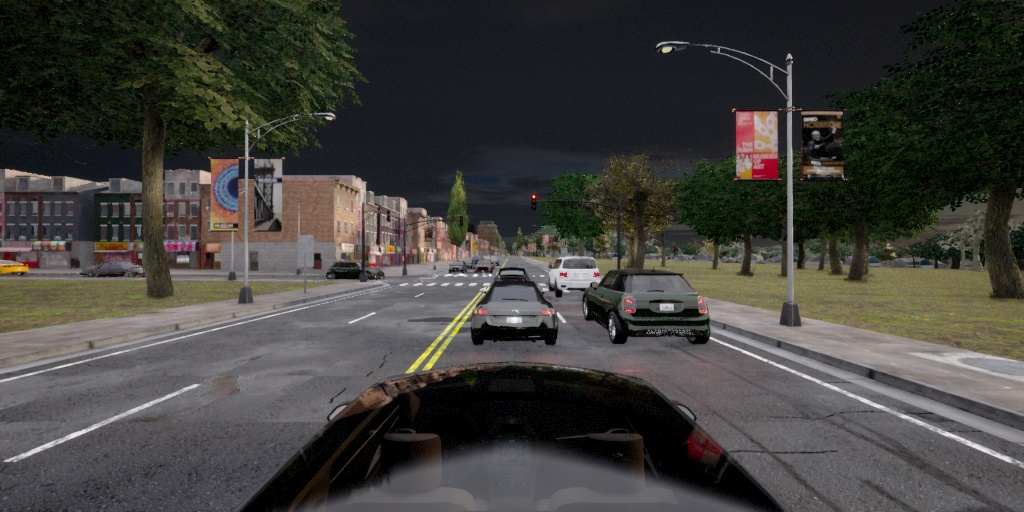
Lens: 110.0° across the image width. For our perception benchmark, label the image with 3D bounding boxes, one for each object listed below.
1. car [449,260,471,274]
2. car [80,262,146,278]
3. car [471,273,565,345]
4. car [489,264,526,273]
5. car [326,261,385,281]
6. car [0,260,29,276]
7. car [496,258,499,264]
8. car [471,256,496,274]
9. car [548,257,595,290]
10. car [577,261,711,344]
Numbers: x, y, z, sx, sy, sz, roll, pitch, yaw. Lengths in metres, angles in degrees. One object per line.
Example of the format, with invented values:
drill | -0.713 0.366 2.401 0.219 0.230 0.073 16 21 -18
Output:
car | -6.691 1.371 44.795 1.837 1.490 4.892 0 0 0
car | -33.817 1.256 30.980 5.357 1.411 2.033 0 0 0
car | 0.058 1.332 9.576 1.994 1.385 4.181 0 0 0
car | 0.008 1.331 18.488 1.837 1.490 4.892 0 0 0
car | -13.249 1.242 30.583 4.553 1.767 2.097 0 0 5
car | -48.975 1.118 33.856 5.008 1.535 1.882 0 0 0
car | -3.456 1.412 53.776 1.895 1.301 4.718 0 0 0
car | -3.441 1.219 44.543 2.097 1.767 4.553 0 0 0
car | 3.257 1.054 19.487 2.150 2.045 5.566 0 0 0
car | 3.310 1.121 9.774 2.097 1.767 4.553 0 0 0
